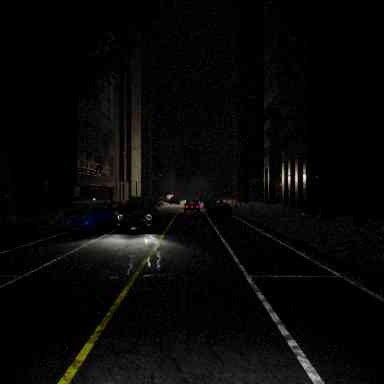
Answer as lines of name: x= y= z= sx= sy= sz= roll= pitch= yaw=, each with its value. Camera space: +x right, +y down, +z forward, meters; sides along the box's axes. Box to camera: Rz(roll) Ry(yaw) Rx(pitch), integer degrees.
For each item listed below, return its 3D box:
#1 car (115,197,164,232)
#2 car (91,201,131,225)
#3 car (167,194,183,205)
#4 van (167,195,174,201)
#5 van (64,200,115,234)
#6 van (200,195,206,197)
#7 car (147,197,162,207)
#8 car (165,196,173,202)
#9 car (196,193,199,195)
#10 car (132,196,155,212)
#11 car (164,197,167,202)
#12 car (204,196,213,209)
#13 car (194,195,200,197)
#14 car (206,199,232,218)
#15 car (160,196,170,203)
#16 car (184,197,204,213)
car: x=-3.141 y=1.382 z=20.106 sx=2.097 sy=1.767 sz=4.553 roll=0 pitch=0 yaw=0
car: x=-5.908 y=1.481 z=24.674 sx=1.967 sy=1.590 sz=4.097 roll=0 pitch=0 yaw=0
car: x=-3.183 y=1.627 z=60.736 sx=1.882 sy=1.535 sz=5.008 roll=0 pitch=-1 yaw=0
van: x=-6.046 y=1.637 z=92.351 sx=1.690 sy=1.788 sz=3.998 roll=0 pitch=0 yaw=0
van: x=-5.897 y=1.369 z=19.034 sx=1.690 sy=1.788 sz=3.998 roll=0 pitch=0 yaw=0
van: x=2.559 y=1.459 z=52.874 sx=1.690 sy=1.788 sz=3.998 roll=0 pitch=0 yaw=0
car: x=-5.966 y=1.559 z=52.871 sx=1.967 sy=1.590 sz=4.097 roll=0 pitch=0 yaw=0
car: x=-6.035 y=1.796 z=86.538 sx=1.752 sy=1.417 sz=4.829 roll=0 pitch=0 yaw=0
car: x=2.502 y=1.561 z=81.066 sx=2.192 sy=1.841 sz=5.009 roll=0 pitch=0 yaw=0
car: x=-5.942 y=1.398 z=41.592 sx=2.192 sy=1.841 sz=5.009 roll=0 pitch=0 yaw=0
car: x=-5.977 y=1.580 z=58.510 sx=1.967 sy=1.590 sz=4.097 roll=0 pitch=0 yaw=0
car: x=2.594 y=1.509 z=35.956 sx=1.967 sy=1.590 sz=4.097 roll=0 pitch=0 yaw=0
car: x=-0.068 y=1.631 z=49.035 sx=1.812 sy=1.442 sz=4.674 roll=0 pitch=0 yaw=0
car: x=2.606 y=1.600 z=30.317 sx=1.887 sy=1.381 sz=4.507 roll=0 pitch=0 yaw=0
car: x=-6.019 y=1.742 z=75.225 sx=1.752 sy=1.417 sz=4.829 roll=0 pitch=-1 yaw=1
car: x=0.009 y=1.623 z=38.447 sx=2.033 sy=1.411 sz=5.357 roll=0 pitch=0 yaw=0
